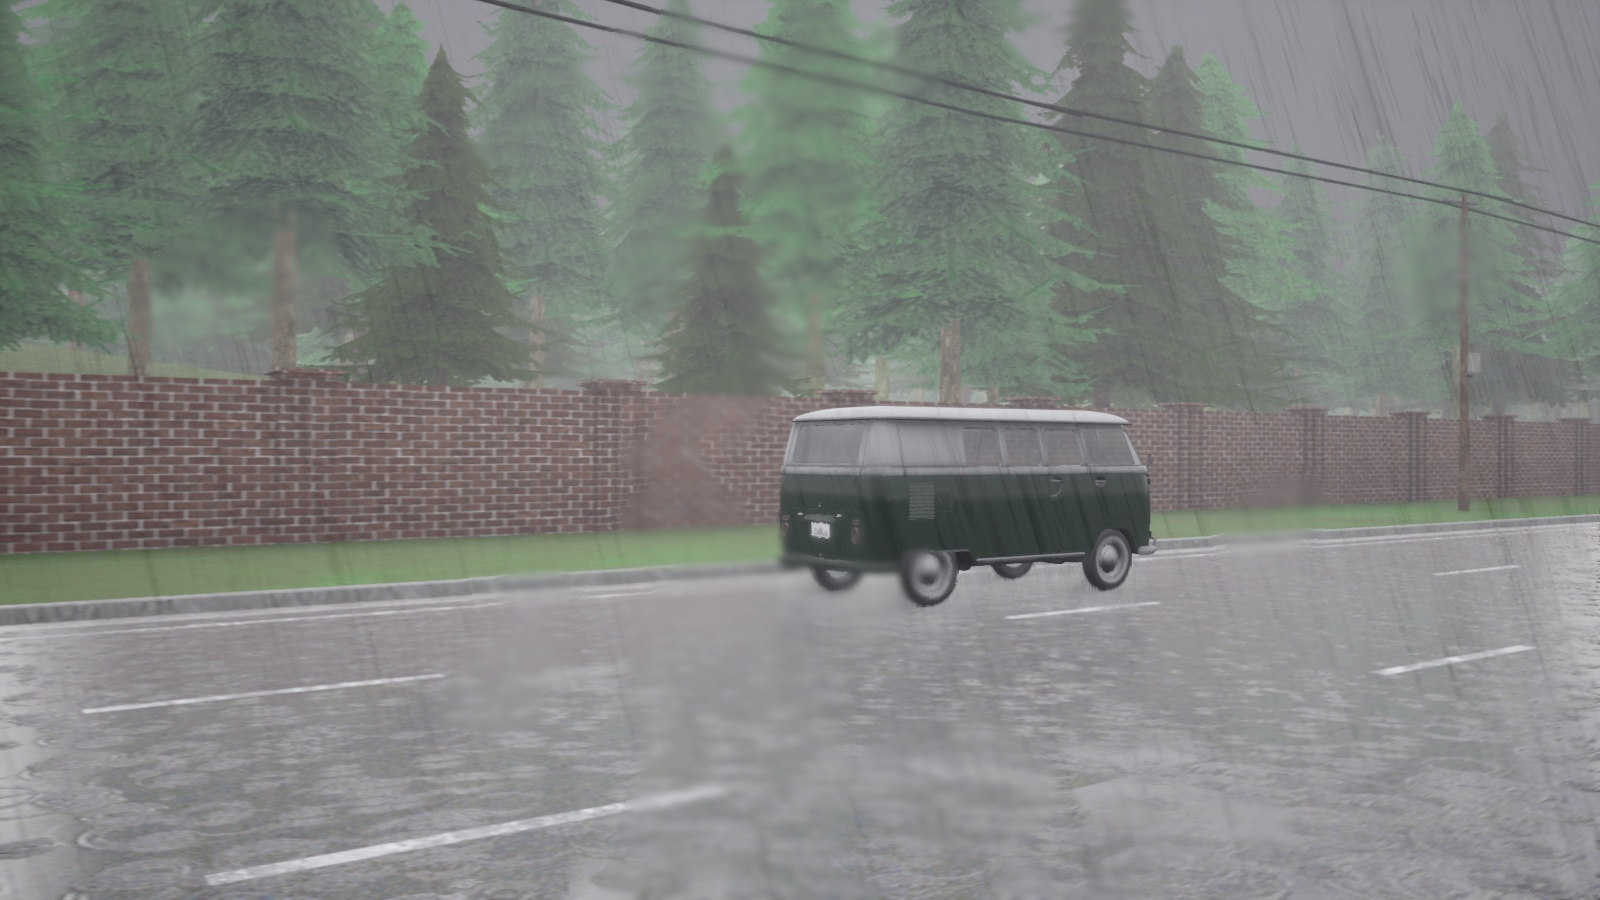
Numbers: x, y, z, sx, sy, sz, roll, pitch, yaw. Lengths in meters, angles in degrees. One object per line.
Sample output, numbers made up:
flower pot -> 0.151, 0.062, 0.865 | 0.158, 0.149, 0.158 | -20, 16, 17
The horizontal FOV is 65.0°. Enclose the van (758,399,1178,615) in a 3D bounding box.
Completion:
van -> 1.900, 0.527, 13.527 | 4.442, 1.987, 1.775 | 0, 0, -35
